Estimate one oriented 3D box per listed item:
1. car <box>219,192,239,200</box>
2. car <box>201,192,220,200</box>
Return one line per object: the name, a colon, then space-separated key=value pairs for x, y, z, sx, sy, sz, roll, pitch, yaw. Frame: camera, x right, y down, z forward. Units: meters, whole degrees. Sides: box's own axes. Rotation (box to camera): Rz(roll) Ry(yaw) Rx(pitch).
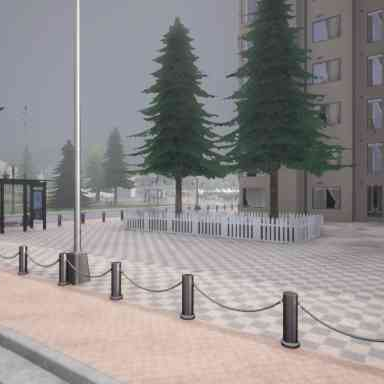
car: x=9.665 y=1.374 z=84.659 sx=3.633 sy=1.501 sz=1.845 roll=0 pitch=0 yaw=35
car: x=5.307 y=1.384 z=91.364 sx=3.806 sy=1.475 sz=1.970 roll=0 pitch=0 yaw=35
